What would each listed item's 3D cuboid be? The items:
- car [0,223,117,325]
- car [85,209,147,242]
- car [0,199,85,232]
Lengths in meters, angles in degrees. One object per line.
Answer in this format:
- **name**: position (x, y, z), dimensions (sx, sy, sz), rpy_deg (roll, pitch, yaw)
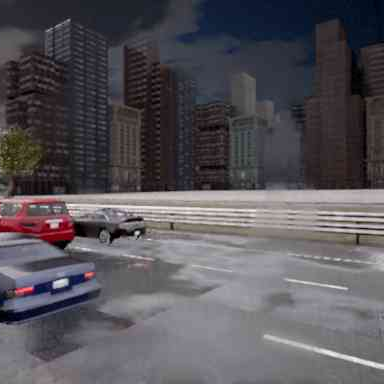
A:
- **car**: position (-4.238, 1.586, 7.018), dimensions (5.357, 1.411, 2.033), rpy_deg (0, 0, 35)
- **car**: position (-4.321, 1.554, 15.673), dimensions (4.902, 1.511, 2.128), rpy_deg (0, 0, 36)
- **car**: position (-7.048, 1.287, 13.320), dimensions (5.566, 2.045, 2.150), rpy_deg (0, 0, 36)
